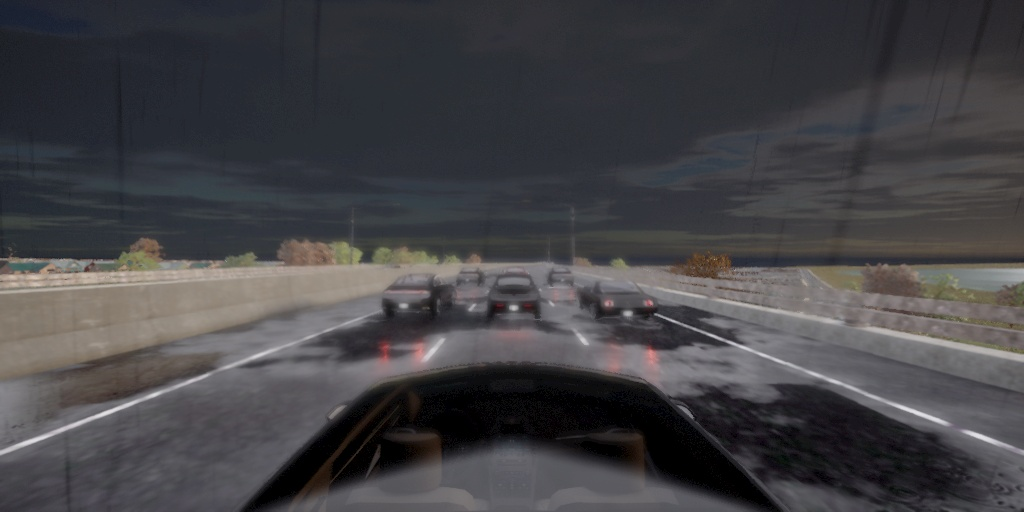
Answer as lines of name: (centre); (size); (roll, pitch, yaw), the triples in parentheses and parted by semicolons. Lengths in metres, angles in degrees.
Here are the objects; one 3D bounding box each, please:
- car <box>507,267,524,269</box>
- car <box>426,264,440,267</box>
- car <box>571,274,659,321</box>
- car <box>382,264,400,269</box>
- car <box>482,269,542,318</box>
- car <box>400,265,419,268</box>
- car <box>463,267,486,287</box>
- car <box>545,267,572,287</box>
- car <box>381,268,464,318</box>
car: (0.316, 1.620, 29.916); (1.882, 1.535, 5.008); (0, 0, 1)
car: (-13.029, 2.062, 59.533); (1.882, 1.535, 5.008); (0, -1, 2)
car: (3.591, 1.507, 13.168); (1.895, 1.301, 4.718); (0, -1, 1)
car: (-20.013, 2.077, 59.802); (2.128, 1.511, 4.902); (0, -1, 2)
car: (0.103, 1.420, 13.829); (1.837, 1.490, 4.892); (0, 0, 1)
car: (-16.517, 2.185, 59.658); (1.895, 1.301, 4.718); (0, -1, 3)
car: (-3.214, 1.617, 28.768); (2.128, 1.511, 4.902); (0, -1, 2)
car: (3.786, 1.618, 28.671); (2.128, 1.511, 4.902); (0, -1, 2)
car: (-3.398, 1.404, 13.815); (2.128, 1.511, 4.902); (0, -1, 1)
